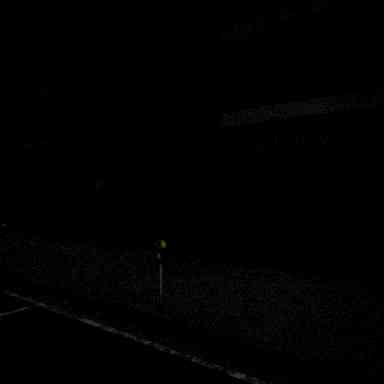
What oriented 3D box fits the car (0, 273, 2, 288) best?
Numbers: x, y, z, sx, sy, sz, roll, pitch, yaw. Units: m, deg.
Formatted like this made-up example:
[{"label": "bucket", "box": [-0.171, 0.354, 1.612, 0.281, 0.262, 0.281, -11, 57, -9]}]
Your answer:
[{"label": "car", "box": [-6.073, 1.440, 7.412, 4.097, 1.590, 1.967, 0, 0, 36]}]
